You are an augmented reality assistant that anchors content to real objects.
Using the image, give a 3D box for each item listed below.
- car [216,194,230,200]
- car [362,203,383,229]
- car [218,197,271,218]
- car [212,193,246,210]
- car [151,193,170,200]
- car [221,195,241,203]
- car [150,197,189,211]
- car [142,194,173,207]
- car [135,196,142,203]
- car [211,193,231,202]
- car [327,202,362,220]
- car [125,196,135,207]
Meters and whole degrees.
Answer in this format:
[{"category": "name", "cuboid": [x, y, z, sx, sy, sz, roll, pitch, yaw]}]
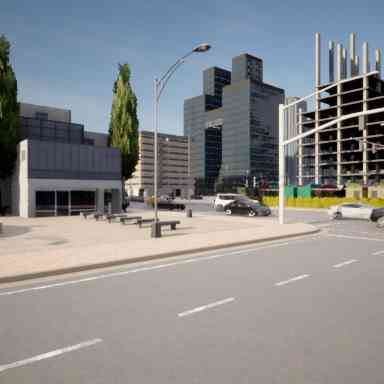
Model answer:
[{"category": "car", "cuboid": [8.729, 1.395, 94.167, 3.806, 1.475, 1.970, 0, 0, -40]}, {"category": "car", "cuboid": [13.269, 1.491, 19.835, 2.128, 1.511, 4.902, 0, 0, -38]}, {"category": "car", "cuboid": [4.974, 1.505, 30.368, 1.837, 1.490, 4.892, 0, 0, -38]}, {"category": "car", "cuboid": [4.828, 1.221, 36.214, 2.150, 2.045, 5.566, 0, 0, -39]}, {"category": "car", "cuboid": [-8.247, 1.153, 87.357, 4.605, 1.855, 1.932, 0, 0, -40]}, {"category": "car", "cuboid": [7.960, 1.395, 67.782, 3.806, 1.475, 1.970, 0, 0, -40]}, {"category": "car", "cuboid": [-2.719, 1.601, 40.142, 1.895, 1.301, 4.718, 0, 0, -38]}, {"category": "car", "cuboid": [-4.773, 1.478, 48.424, 1.882, 1.535, 5.008, 0, 0, -38]}, {"category": "car", "cuboid": [-11.761, 1.491, 68.917, 2.128, 1.511, 4.902, 0, 0, -38]}, {"category": "car", "cuboid": [6.119, 1.156, 70.017, 3.866, 1.878, 1.905, 0, 0, -40]}, {"category": "car", "cuboid": [13.168, 1.525, 26.355, 1.812, 1.442, 4.674, 0, 0, -45]}, {"category": "car", "cuboid": [-11.538, 1.223, 51.399, 2.150, 2.045, 5.566, 0, 0, -39]}]
